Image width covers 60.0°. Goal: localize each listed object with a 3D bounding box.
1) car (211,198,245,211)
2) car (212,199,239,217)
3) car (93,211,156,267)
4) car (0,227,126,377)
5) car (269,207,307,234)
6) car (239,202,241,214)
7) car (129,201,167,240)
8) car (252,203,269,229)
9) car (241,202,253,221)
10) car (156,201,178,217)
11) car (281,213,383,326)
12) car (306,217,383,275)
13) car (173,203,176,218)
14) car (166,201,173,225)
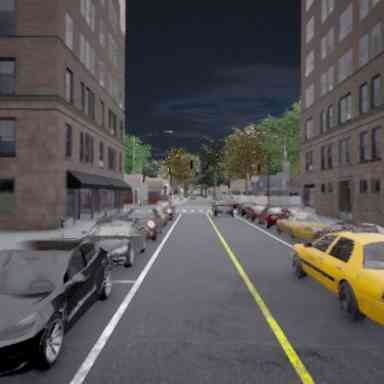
[{"bbox_3d":[4.779,1.610,43.379,1.882,1.535,5.008,0,0,40],"label":"car"},{"bbox_3d":[2.995,1.592,32.581,2.128,1.511,4.902,0,0,1],"label":"car"},{"bbox_3d":[-2.578,1.563,11.264,2.008,1.369,4.403,0,0,0],"label":"car"},{"bbox_3d":[-2.613,1.565,5.746,1.947,1.339,4.313,0,0,0],"label":"car"},{"bbox_3d":[5.482,1.595,16.906,1.752,1.417,4.829,0,0,0],"label":"car"},{"bbox_3d":[5.584,1.683,33.290,1.947,1.339,4.313,0,0,0],"label":"car"},{"bbox_3d":[-2.543,1.467,16.783,1.967,1.590,4.097,0,0,0],"label":"car"},{"bbox_3d":[5.515,1.630,22.254,1.887,1.381,4.507,0,0,0],"label":"car"},{"bbox_3d":[5.550,1.683,27.772,1.802,1.307,4.206,0,0,0],"label":"car"},{"bbox_3d":[-2.441,1.656,33.339,1.802,1.307,4.206,0,0,0],"label":"car"},{"bbox_3d":[3.609,1.491,7.195,1.801,1.575,5.366,0,0,0],"label":"car"},{"bbox_3d":[5.446,1.637,11.217,1.802,1.307,4.206,0,0,0],"label":"car"},{"bbox_3d":[-2.475,1.498,27.820,1.967,1.590,4.097,0,0,0],"label":"car"},{"bbox_3d":[-2.511,1.567,22.131,1.752,1.417,4.829,0,0,0],"label":"car"}]
